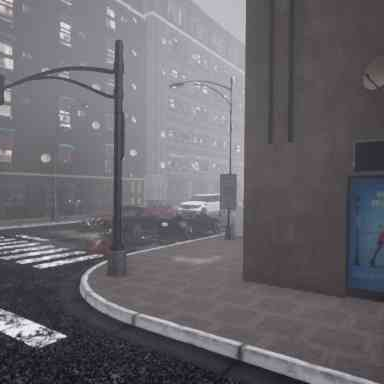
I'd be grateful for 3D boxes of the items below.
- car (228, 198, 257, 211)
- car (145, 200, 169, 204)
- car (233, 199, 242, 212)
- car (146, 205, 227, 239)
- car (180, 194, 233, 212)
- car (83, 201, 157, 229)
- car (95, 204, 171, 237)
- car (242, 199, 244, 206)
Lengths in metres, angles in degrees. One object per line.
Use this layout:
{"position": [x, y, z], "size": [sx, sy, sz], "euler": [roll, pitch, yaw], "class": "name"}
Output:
{"position": [6.242, 1.483, 40.576], "size": [1.802, 1.307, 4.206], "euler": [1, 1, 35], "class": "car"}
{"position": [-3.368, 1.362, 26.841], "size": [1.967, 1.590, 4.097], "euler": [1, 1, 35], "class": "car"}
{"position": [3.041, 1.223, 35.996], "size": [2.192, 1.841, 5.009], "euler": [1, 1, 35], "class": "car"}
{"position": [-0.117, 1.599, 17.746], "size": [1.947, 1.339, 4.313], "euler": [1, 1, 35], "class": "car"}
{"position": [1.096, 1.171, 28.919], "size": [2.150, 2.045, 5.566], "euler": [1, 1, 35], "class": "car"}
{"position": [-4.570, 1.487, 20.829], "size": [1.812, 1.442, 4.674], "euler": [1, 1, 35], "class": "car"}
{"position": [-2.708, 1.602, 18.352], "size": [1.895, 1.301, 4.718], "euler": [1, 1, 35], "class": "car"}
{"position": [6.960, 1.289, 37.281], "size": [2.097, 1.767, 4.553], "euler": [1, 1, 35], "class": "car"}
